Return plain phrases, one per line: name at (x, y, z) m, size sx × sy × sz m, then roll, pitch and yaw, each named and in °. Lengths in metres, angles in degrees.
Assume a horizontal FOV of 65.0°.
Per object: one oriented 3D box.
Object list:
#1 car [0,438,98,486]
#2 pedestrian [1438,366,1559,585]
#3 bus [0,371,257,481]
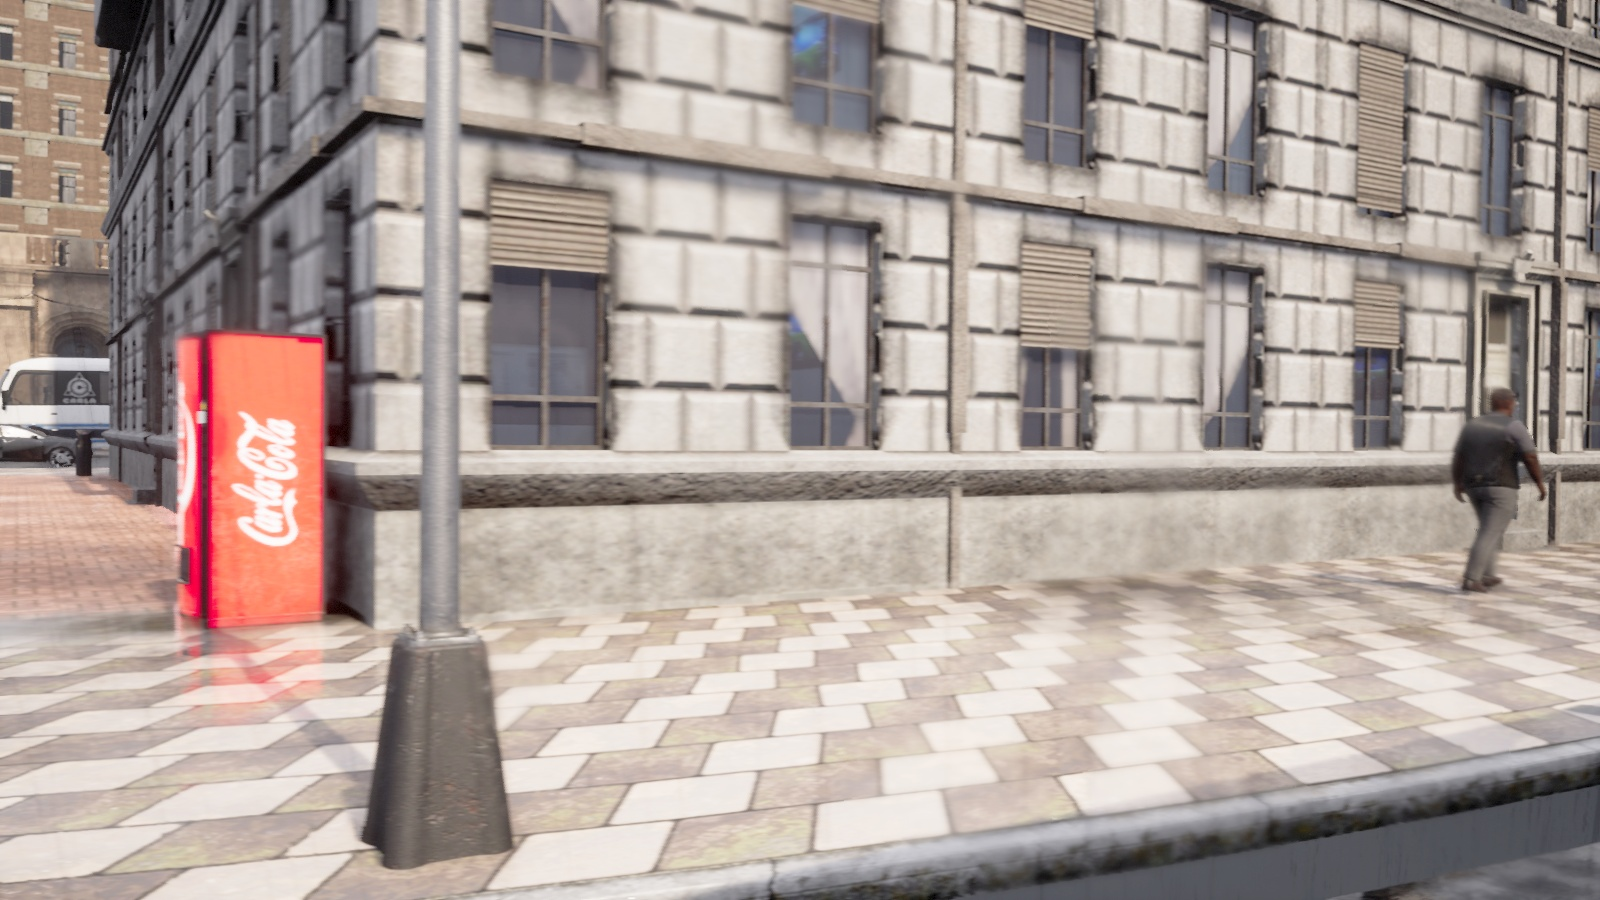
car at (-26.207, 0.405, 41.729) m, size 4.902 × 1.511 × 2.128 m, roll -1°, pitch 1°, yaw -31°
pedestrian at (6.239, 0.213, 11.226) m, size 0.849 × 1.883 × 0.563 m, roll -1°, pitch 1°, yaw -27°
bus at (-28.630, -1.068, 52.548) m, size 10.273 × 4.253 × 3.944 m, roll -2°, pitch 2°, yaw -32°
